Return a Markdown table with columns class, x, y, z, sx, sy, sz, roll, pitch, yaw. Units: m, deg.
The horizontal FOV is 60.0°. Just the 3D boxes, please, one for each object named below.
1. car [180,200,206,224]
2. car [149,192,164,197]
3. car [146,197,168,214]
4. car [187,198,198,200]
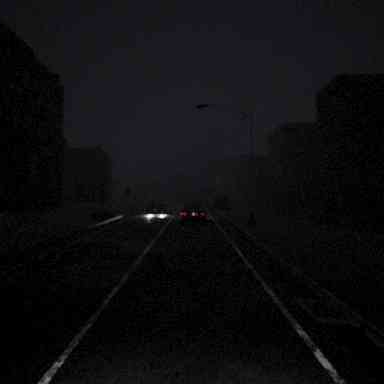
| class | x | y | z | sx | sy | sz | roll | pitch | yaw |
| --- | --- | --- | --- | --- | --- | --- | --- | --- | --- |
| car | 0.100 | 1.539 | 24.698 | 2.033 | 1.411 | 5.357 | 0 | 0 | 0 |
| car | -8.064 | 1.107 | 75.562 | 2.150 | 2.045 | 5.566 | 1 | 0 | -26 |
| car | -3.591 | 1.552 | 34.526 | 1.994 | 1.385 | 4.181 | 0 | 0 | 0 |
| car | 0.083 | 1.476 | 43.694 | 2.128 | 1.511 | 4.902 | 0 | 0 | 0 |
